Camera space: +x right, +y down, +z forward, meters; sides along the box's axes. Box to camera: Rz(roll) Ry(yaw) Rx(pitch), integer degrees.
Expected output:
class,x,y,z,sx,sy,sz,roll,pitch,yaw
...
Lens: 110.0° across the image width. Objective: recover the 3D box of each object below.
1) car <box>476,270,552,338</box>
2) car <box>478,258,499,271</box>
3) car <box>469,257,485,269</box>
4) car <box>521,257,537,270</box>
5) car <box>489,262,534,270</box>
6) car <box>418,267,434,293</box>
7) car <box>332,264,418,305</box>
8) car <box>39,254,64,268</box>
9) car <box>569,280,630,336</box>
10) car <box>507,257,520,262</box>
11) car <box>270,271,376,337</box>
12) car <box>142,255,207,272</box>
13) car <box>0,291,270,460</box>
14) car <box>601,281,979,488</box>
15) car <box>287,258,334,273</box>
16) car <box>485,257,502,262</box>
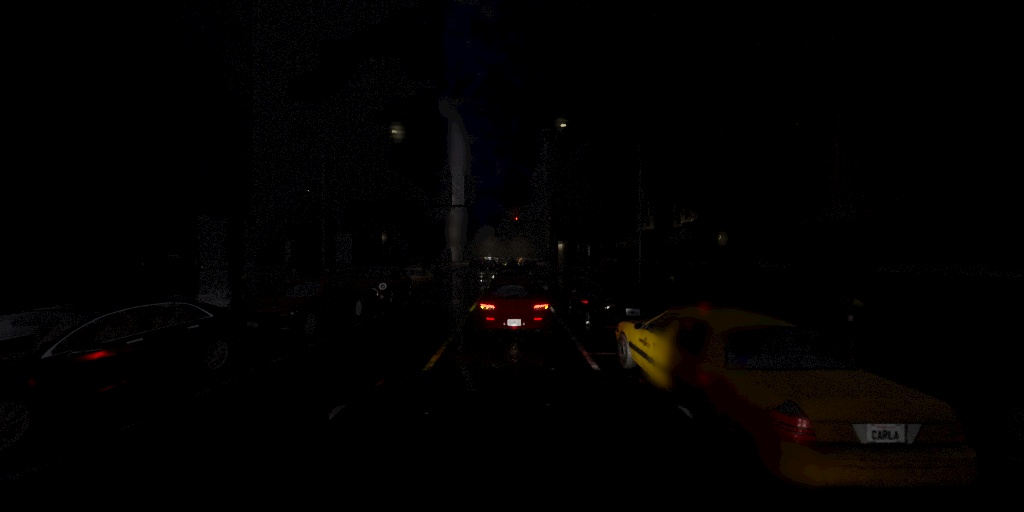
class,x,y,z,sx,sy,sz,roll,pitch,yaw
car,0.063,1.276,10.079,1.812,1.442,4.674,0,0,0
car,-3.140,1.285,47.966,1.812,1.442,4.674,0,0,0
car,-5.814,1.079,58.556,2.192,1.841,5.009,0,0,0
car,2.716,1.202,53.127,1.967,1.591,4.097,0,0,0
car,0.003,1.256,18.946,1.837,1.490,4.892,0,0,0
car,-5.779,1.277,20.979,1.751,1.417,4.829,0,0,0
car,-5.774,1.191,15.692,1.967,1.591,4.097,0,0,0
car,-43.431,0.505,32.548,4.181,1.385,1.994,1,0,0
car,2.756,1.316,10.245,1.948,1.339,4.313,0,0,0
car,0.045,1.292,63.070,1.812,1.442,4.674,0,0,0
car,-5.769,1.295,10.235,1.888,1.381,4.507,0,0,0
car,-30.563,0.689,32.562,4.892,1.490,1.837,1,0,0
car,-5.764,1.300,4.778,2.007,1.370,4.403,0,0,0
car,2.761,1.275,4.958,1.751,1.417,4.829,0,0,0
car,-17.849,0.937,32.596,4.892,1.490,1.837,1,0,0
car,-3.136,1.328,57.934,1.994,1.385,4.181,0,0,0
